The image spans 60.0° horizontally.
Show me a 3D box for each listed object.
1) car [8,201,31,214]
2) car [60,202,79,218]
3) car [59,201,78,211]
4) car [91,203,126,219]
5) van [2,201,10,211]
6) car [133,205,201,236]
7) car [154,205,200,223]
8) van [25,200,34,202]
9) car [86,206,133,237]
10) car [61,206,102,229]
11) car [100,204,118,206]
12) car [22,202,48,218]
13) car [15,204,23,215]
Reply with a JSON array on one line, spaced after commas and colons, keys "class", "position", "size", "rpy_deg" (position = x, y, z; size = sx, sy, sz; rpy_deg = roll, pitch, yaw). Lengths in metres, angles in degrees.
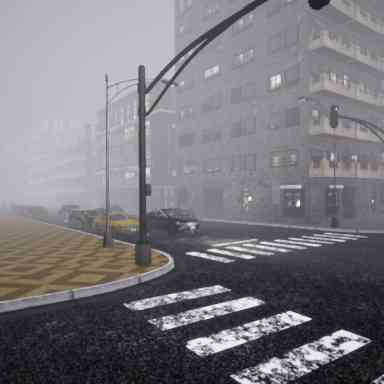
[{"class": "car", "position": [-24.935, 2.449, 48.266], "size": [1.887, 1.381, 4.507], "rpy_deg": [-2, 0, -36]}, {"class": "car", "position": [-13.230, 2.118, 36.754], "size": [1.837, 1.490, 4.892], "rpy_deg": [-1, -1, -36]}, {"class": "car", "position": [-21.536, 2.367, 57.786], "size": [1.967, 1.590, 4.097], "rpy_deg": [-2, 0, -36]}, {"class": "car", "position": [-9.322, 2.040, 36.821], "size": [2.128, 1.511, 4.902], "rpy_deg": [-1, -1, -36]}, {"class": "van", "position": [-31.638, 2.433, 57.377], "size": [1.690, 1.788, 3.998], "rpy_deg": [-2, 0, -36]}, {"class": "car", "position": [-1.413, 1.775, 20.654], "size": [2.128, 1.511, 4.902], "rpy_deg": [-1, -1, -36]}, {"class": "car", "position": [-1.441, 1.916, 30.453], "size": [2.008, 1.369, 4.403], "rpy_deg": [-2, 0, -36]}, {"class": "van", "position": [-41.631, 2.832, 85.120], "size": [1.690, 1.788, 3.998], "rpy_deg": [-2, 0, -36]}, {"class": "car", "position": [-4.744, 1.865, 20.796], "size": [1.752, 1.417, 4.829], "rpy_deg": [-2, 0, -36]}, {"class": "car", "position": [-8.192, 2.002, 25.488], "size": [1.947, 1.339, 4.313], "rpy_deg": [-2, 0, -36]}, {"class": "car", "position": [-7.272, 1.994, 28.626], "size": [2.033, 1.411, 5.357], "rpy_deg": [-1, -1, -37]}, {"class": "car", "position": [-18.237, 2.262, 39.155], "size": [1.887, 1.381, 4.507], "rpy_deg": [-2, 0, -36]}, {"class": "car", "position": [-21.585, 2.393, 43.710], "size": [1.802, 1.307, 4.206], "rpy_deg": [-2, 0, -36]}]
